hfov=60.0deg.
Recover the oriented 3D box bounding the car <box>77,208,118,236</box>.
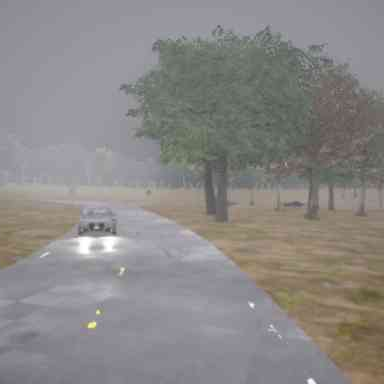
[{"bbox_3d":[-5.201,1.598,18.749,1.994,1.385,4.181,0,0,-12],"label":"car"}]

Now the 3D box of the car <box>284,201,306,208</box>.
[{"bbox_3d":[22.017,2.569,70.849,5.008,1.535,1.882,2,-1,-19],"label":"car"}]

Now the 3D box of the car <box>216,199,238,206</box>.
[{"bbox_3d":[6.913,2.040,65.555,4.674,1.442,1.812,2,-1,-19],"label":"car"}]
